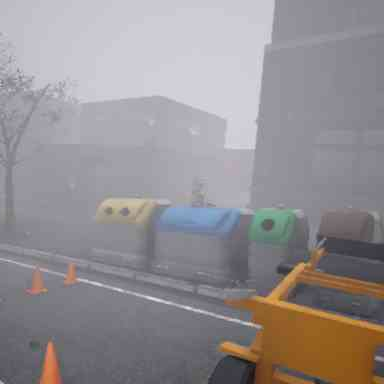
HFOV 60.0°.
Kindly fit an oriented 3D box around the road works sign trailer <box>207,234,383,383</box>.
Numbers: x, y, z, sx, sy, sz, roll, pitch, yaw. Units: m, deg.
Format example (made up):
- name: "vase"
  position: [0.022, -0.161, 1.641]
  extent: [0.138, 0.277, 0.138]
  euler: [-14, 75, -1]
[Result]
- name: "road works sign trailer"
  position: [1.865, 0.764, 2.940]
  extent: [2.380, 2.880, 3.560]
  euler: [6, 2, 27]
